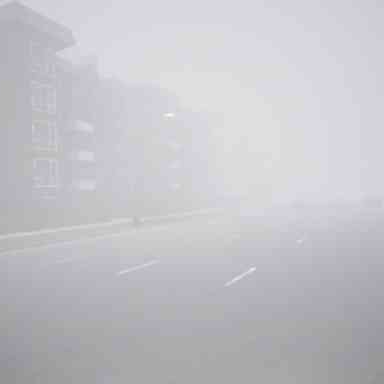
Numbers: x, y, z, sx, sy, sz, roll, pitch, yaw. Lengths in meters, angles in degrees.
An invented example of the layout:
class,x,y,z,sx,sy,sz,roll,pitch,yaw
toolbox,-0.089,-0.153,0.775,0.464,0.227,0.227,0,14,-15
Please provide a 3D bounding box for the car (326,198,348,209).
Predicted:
class,x,y,z,sx,sy,sz,roll,pitch,yaw
car,17.335,1.341,39.611,1.895,1.301,4.718,-3,-1,31

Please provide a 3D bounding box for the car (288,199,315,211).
class,x,y,z,sx,sy,sz,roll,pitch,yaw
car,13.276,1.495,39.615,1.895,1.301,4.718,-3,-1,31

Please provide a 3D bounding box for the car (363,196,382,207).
class,x,y,z,sx,sy,sz,roll,pitch,yaw
car,22.476,1.128,41.446,1.994,1.385,4.181,-3,-1,30

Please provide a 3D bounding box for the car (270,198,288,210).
class,x,y,z,sx,sy,sz,roll,pitch,yaw
car,11.698,1.521,43.828,1.812,1.442,4.674,-2,0,31
